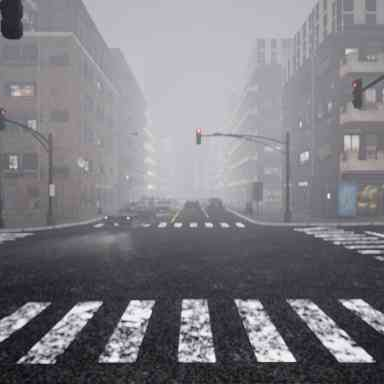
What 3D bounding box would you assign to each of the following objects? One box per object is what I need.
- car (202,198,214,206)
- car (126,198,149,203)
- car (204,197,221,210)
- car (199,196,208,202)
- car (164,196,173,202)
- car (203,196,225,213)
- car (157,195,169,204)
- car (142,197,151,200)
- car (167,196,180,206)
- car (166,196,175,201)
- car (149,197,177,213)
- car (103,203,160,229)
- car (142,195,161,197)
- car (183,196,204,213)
[{"bbox_3d":[2.630,1.637,55.009,1.802,1.307,4.206,0,0,0],"label":"car"},{"bbox_3d":[-5.725,1.595,32.267,1.947,1.339,4.313,0,0,0],"label":"car"},{"bbox_3d":[2.642,1.481,43.644,1.967,1.590,4.097,0,0,0],"label":"car"},{"bbox_3d":[2.604,1.639,77.738,2.008,1.369,4.403,0,0,0],"label":"car"},{"bbox_3d":[-5.783,1.647,83.409,2.008,1.369,4.403,0,0,0],"label":"car"},{"bbox_3d":[2.648,1.475,37.961,1.967,1.590,4.097,0,0,0],"label":"car"},{"bbox_3d":[-5.764,1.511,66.363,1.967,1.590,4.097,0,0,0],"label":"car"},{"bbox_3d":[-5.732,1.560,37.780,1.752,1.417,4.829,0,0,0],"label":"car"},{"bbox_3d":[-3.127,1.551,57.602,2.128,1.511,4.902,0,0,0],"label":"car"},{"bbox_3d":[-5.790,1.656,89.092,2.008,1.369,4.403,0,0,0],"label":"car"},{"bbox_3d":[-3.136,1.581,37.104,2.033,1.411,5.357,0,0,0],"label":"car"},{"bbox_3d":[-3.956,1.619,21.906,1.895,1.301,4.718,0,0,14],"label":"car"},{"bbox_3d":[-5.739,1.356,43.633,2.192,1.841,5.009,0,0,0],"label":"car"},{"bbox_3d":[0.060,1.526,38.140,2.128,1.511,4.902,0,0,0],"label":"car"}]
